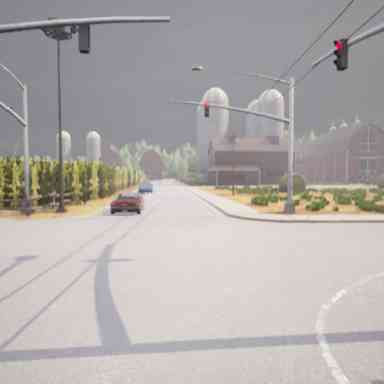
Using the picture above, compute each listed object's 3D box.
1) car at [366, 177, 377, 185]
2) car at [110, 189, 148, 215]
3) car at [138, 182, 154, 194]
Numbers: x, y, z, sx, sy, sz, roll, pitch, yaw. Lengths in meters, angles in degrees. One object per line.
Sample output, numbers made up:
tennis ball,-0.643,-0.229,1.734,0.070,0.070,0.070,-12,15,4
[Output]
car,42.173,-2.508,77.891,1.905,1.878,3.866,10,10,41
car,-4.139,0.710,21.804,1.895,1.301,4.718,0,3,-5
car,-6.293,-0.550,45.597,1.882,1.535,5.008,0,4,-5
